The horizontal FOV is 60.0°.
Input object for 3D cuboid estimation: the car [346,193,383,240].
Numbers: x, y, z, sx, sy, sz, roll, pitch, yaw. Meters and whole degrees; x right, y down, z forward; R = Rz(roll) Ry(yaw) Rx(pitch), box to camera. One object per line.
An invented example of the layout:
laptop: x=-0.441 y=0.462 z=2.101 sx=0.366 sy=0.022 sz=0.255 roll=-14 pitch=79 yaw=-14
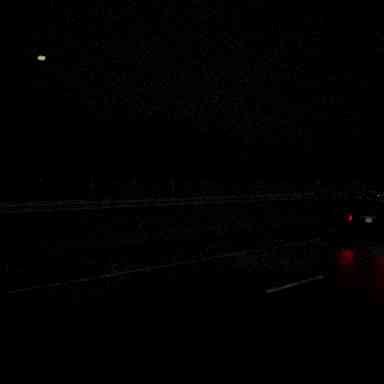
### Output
car: x=8.639 y=1.091 z=14.231 sx=4.553 sy=1.767 sz=2.097 roll=-1 pitch=1 yaw=-35

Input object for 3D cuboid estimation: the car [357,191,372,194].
car: x=24.268 y=0.653 z=46.652 sx=4.892 sy=1.490 sz=1.837 roll=-1 pitch=1 yaw=-34

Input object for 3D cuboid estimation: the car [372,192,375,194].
car: x=26.253 y=0.504 z=43.772 sx=4.553 sy=1.767 sz=2.097 roll=-1 pitch=1 yaw=-34
